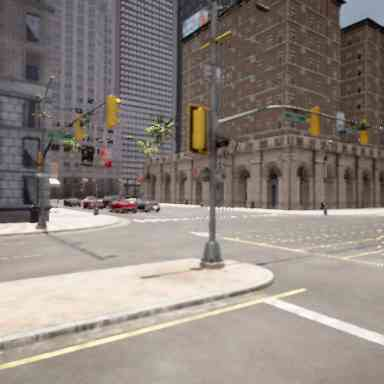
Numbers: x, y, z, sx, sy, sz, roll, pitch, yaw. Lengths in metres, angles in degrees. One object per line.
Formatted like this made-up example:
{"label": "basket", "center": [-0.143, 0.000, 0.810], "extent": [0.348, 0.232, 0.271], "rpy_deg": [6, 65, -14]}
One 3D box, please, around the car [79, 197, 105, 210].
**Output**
{"label": "car", "center": [-13.906, 1.751, 46.849], "extent": [1.994, 1.385, 4.181], "rpy_deg": [1, 0, -35]}

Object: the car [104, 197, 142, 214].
{"label": "car", "center": [-8.094, 1.664, 38.730], "extent": [1.882, 1.535, 5.008], "rpy_deg": [1, 0, -36]}

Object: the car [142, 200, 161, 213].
{"label": "car", "center": [-5.697, 1.719, 41.390], "extent": [2.128, 1.511, 4.902], "rpy_deg": [1, 0, -36]}

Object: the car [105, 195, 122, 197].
{"label": "car", "center": [-11.431, 1.449, 49.423], "extent": [2.150, 2.045, 5.566], "rpy_deg": [1, 0, -35]}

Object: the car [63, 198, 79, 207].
{"label": "car", "center": [-19.951, 1.735, 55.467], "extent": [2.033, 1.411, 5.357], "rpy_deg": [1, 0, -35]}
